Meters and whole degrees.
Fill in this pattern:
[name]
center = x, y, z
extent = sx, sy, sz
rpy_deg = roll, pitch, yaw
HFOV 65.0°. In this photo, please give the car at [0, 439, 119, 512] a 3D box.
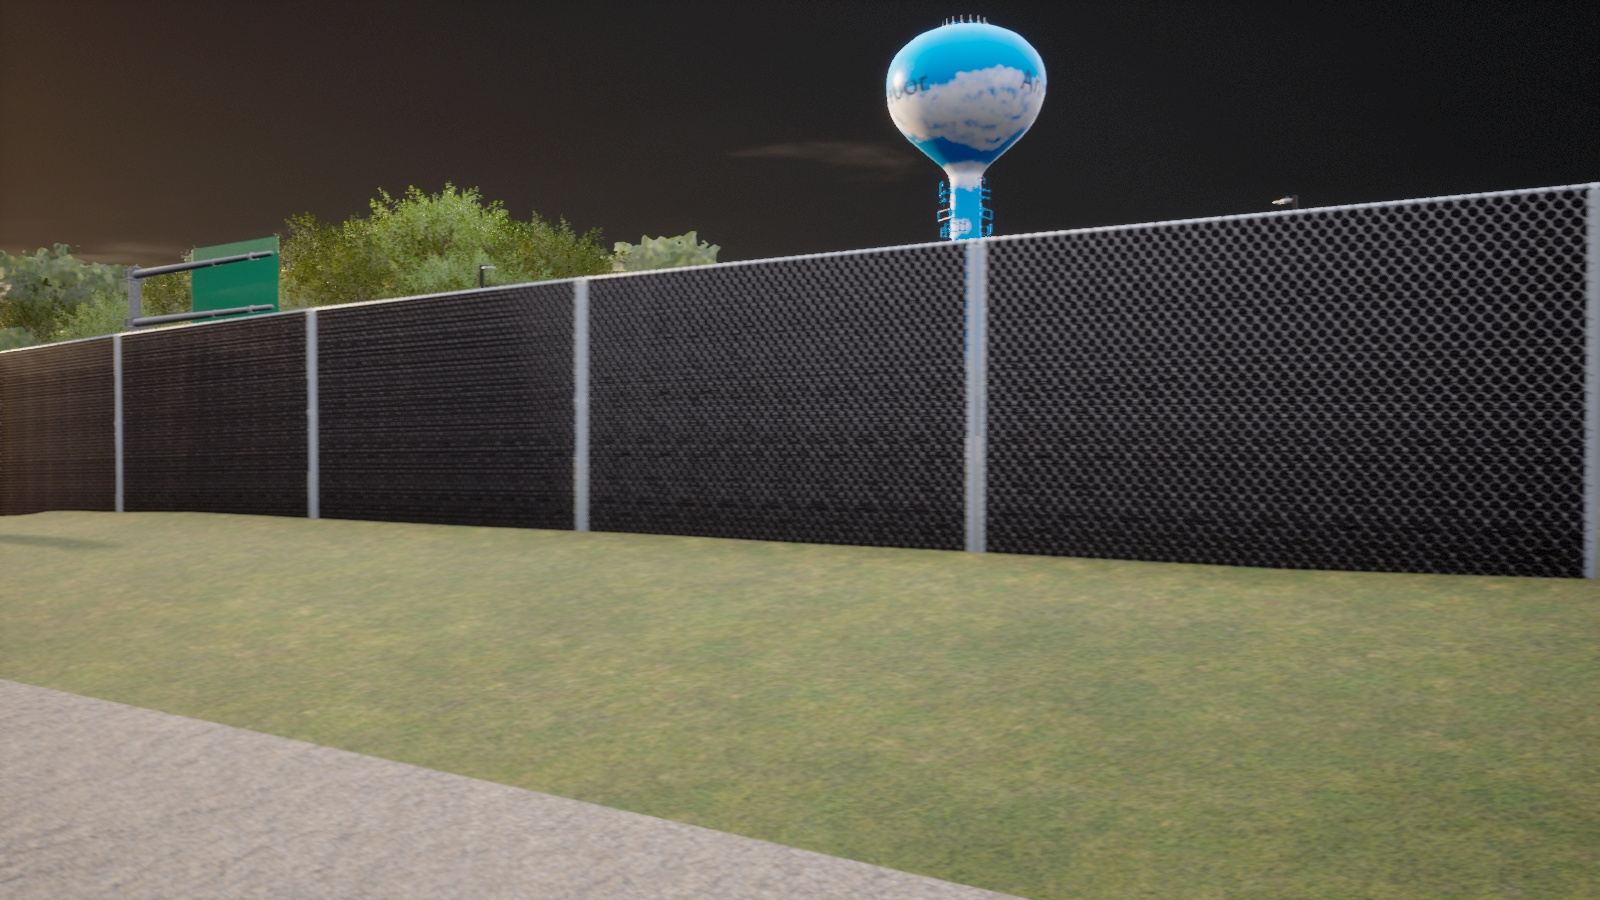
[car]
center = -18.093, 0.589, 28.154
extent = 2.007, 1.525, 4.514
rpy_deg = -1, 1, 34
